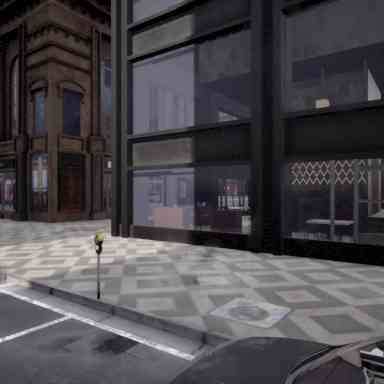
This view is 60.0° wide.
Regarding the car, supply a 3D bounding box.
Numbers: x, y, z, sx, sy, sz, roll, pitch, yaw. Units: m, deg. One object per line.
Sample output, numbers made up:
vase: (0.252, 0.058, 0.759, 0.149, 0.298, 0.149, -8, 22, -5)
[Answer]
car: (1.685, 1.551, 1.761, 4.403, 1.369, 2.008, 0, 0, 36)
